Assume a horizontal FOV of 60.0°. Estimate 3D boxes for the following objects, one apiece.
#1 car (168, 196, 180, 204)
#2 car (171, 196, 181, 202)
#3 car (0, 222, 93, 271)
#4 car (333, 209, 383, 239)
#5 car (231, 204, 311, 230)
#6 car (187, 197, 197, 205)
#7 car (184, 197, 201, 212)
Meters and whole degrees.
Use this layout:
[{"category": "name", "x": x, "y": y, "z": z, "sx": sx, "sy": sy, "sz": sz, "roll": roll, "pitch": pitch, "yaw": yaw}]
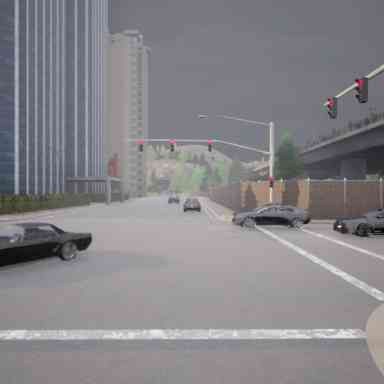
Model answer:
[{"category": "car", "x": -3.513, "y": 1.478, "z": 64.282, "sx": 1.882, "sy": 1.535, "sz": 5.008, "roll": 0, "pitch": 0, "yaw": 0}, {"category": "car", "x": -3.628, "y": 1.540, "z": 74.499, "sx": 2.033, "sy": 1.411, "sz": 5.357, "roll": 0, "pitch": 0, "yaw": 0}, {"category": "car", "x": -5.412, "y": 1.625, "z": 10.077, "sx": 1.895, "sy": 1.301, "sz": 4.718, "roll": 0, "pitch": 0, "yaw": 30}, {"category": "car", "x": 9.704, "y": 1.619, "z": 17.437, "sx": 4.181, "sy": 1.385, "sz": 1.994, "roll": 0, "pitch": 0, "yaw": -2}, {"category": "car", "x": 4.951, "y": 1.532, "z": 20.984, "sx": 4.902, "sy": 1.511, "sz": 2.128, "roll": 1, "pitch": 0, "yaw": 0}, {"category": "car", "x": -0.006, "y": 1.601, "z": 60.460, "sx": 1.895, "sy": 1.301, "sz": 4.718, "roll": 0, "pitch": 0, "yaw": 0}, {"category": "car", "x": 0.016, "y": 1.564, "z": 39.732, "sx": 1.994, "sy": 1.385, "sz": 4.181, "roll": 0, "pitch": 0, "yaw": 0}]
